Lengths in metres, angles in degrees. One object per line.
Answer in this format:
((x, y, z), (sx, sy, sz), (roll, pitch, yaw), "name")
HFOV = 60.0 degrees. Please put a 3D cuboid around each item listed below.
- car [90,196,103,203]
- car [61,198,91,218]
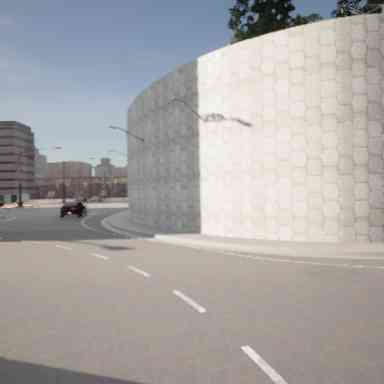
((-22.502, 1.685, 77.752), (2.097, 1.767, 4.553), (-1, 0, 1), "car")
((-11.629, 1.690, 32.977), (1.837, 1.490, 4.892), (-2, 0, -8), "car")
